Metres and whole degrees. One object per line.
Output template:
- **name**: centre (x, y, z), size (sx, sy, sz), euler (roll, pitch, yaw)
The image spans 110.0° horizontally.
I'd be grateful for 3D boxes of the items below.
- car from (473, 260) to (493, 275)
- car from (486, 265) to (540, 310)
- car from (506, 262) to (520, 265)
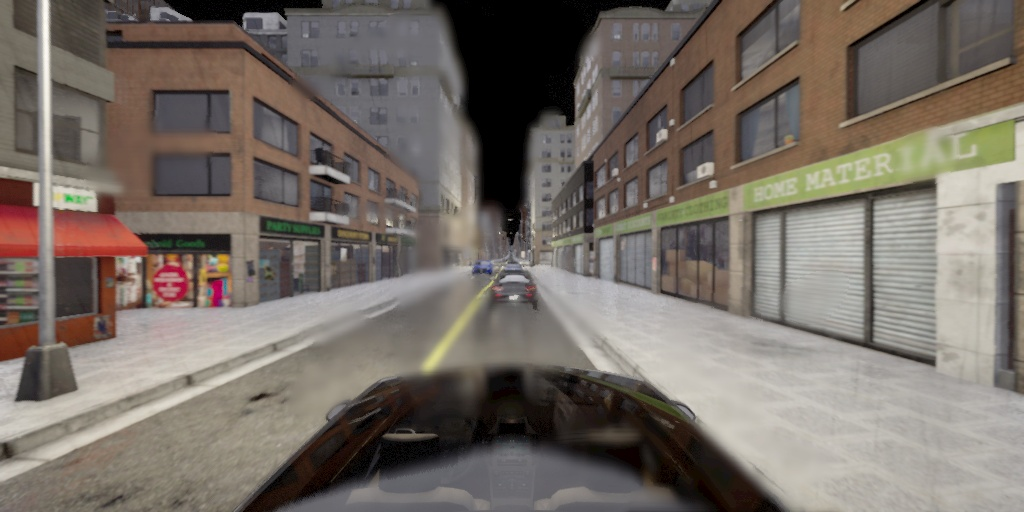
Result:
- **car**: centre (-3.033, 1.207, 38.240), size (1.882, 1.535, 5.008), euler (0, 0, 0)
- **car**: centre (0.091, 1.271, 14.510), size (1.812, 1.442, 4.674), euler (0, 0, 0)
- **car**: centre (0.081, 1.282, 32.736), size (2.033, 1.411, 5.357), euler (0, 0, 0)
